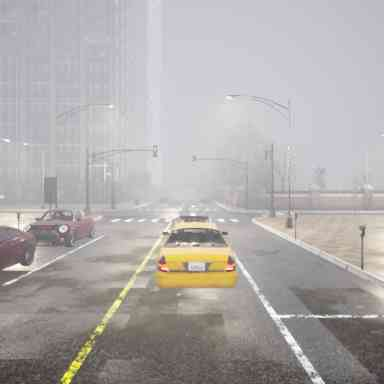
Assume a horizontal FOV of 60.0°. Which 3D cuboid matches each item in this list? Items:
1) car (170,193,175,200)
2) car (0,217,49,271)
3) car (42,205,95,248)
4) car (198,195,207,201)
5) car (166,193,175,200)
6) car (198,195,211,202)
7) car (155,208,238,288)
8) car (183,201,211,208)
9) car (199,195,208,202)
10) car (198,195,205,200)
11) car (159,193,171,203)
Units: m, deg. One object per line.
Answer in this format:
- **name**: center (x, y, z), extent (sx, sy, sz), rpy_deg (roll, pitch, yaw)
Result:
- **car**: center (-5.928, 1.323, 85.779), extent (1.967, 1.590, 4.097), rpy_deg (0, 0, 0)
- **car**: center (-5.700, 1.579, 8.879), extent (1.802, 1.307, 4.206), rpy_deg (0, 0, 0)
- **car**: center (-5.706, 1.433, 14.572), extent (1.967, 1.590, 4.097), rpy_deg (0, 0, 0)
- **car**: center (2.603, 1.448, 80.280), extent (2.008, 1.369, 4.403), rpy_deg (0, 0, 0)
- **car**: center (-5.933, 1.181, 91.337), extent (2.192, 1.841, 5.009), rpy_deg (0, 0, 0)
- **car**: center (2.682, 1.492, 63.605), extent (1.947, 1.339, 4.313), rpy_deg (0, 0, 0)
- **car**: center (0.089, 1.453, 9.146), extent (1.801, 1.575, 5.366), rpy_deg (0, 0, 0)
- **car**: center (0.102, 1.534, 20.165), extent (2.033, 1.411, 5.357), rpy_deg (0, 0, 0)
- **car**: center (2.609, 1.454, 74.720), extent (1.887, 1.381, 4.507), rpy_deg (0, 0, 0)
- **car**: center (2.592, 1.411, 91.402), extent (1.887, 1.381, 4.507), rpy_deg (0, 0, 0)
- **car**: center (-5.911, 1.485, 69.095), extent (1.947, 1.339, 4.313), rpy_deg (0, 0, 0)
